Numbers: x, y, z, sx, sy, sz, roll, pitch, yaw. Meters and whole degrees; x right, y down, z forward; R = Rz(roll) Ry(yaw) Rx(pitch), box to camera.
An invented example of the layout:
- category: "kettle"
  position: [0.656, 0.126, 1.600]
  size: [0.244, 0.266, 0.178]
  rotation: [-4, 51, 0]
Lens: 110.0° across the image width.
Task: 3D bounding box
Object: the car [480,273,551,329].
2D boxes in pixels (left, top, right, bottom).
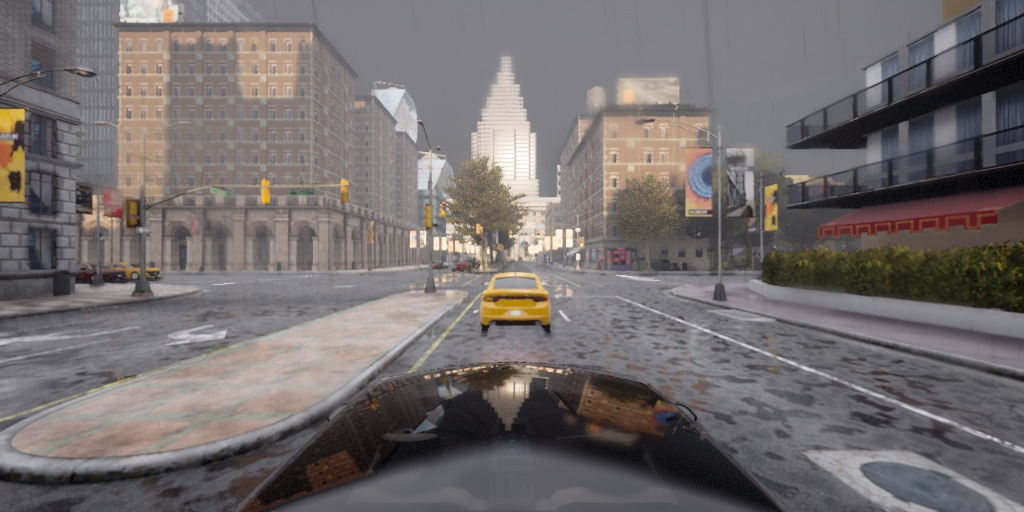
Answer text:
- category: "car"
  position: [0.104, 1.261, 11.402]
  size: [1.882, 1.535, 5.008]
  rotation: [0, 0, 0]

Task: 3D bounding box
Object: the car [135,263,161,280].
- category: "car"
  position: [-34.560, 1.332, 32.225]
  size: [5.008, 1.535, 1.882]
  rotation: [0, 0, 0]

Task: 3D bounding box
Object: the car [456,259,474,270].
- category: "car"
  position: [-7.961, 1.547, 58.949]
  size: [1.895, 1.301, 4.718]
  rotation: [0, 0, 0]

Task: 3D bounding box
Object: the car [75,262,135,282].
- category: "car"
  position: [-33.927, 1.320, 28.727]
  size: [5.008, 1.535, 1.882]
  rotation: [0, 0, 0]
